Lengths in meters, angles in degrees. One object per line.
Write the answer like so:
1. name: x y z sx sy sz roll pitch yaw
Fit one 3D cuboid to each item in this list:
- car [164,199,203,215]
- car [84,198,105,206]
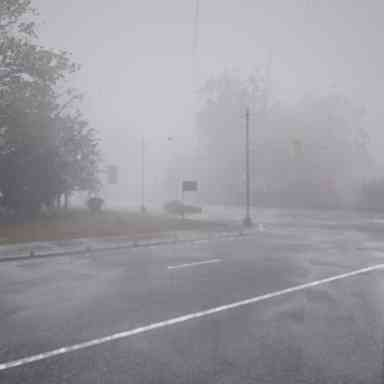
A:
1. car: -0.950 1.493 33.996 1.882 1.535 5.008 0 1 -39
2. car: -15.268 1.535 51.941 1.837 1.490 4.892 0 1 -39
